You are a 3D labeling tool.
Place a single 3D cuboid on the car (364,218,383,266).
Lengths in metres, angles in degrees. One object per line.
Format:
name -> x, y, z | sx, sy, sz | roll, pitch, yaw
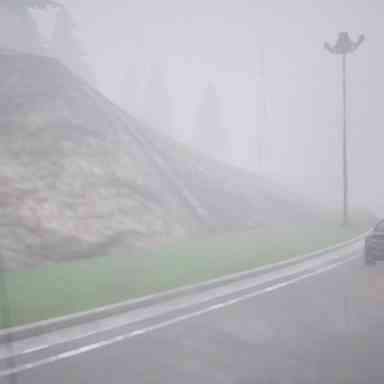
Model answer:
car -> 7.215, 1.575, 11.036 | 1.837, 1.490, 4.892 | 0, -1, 43
